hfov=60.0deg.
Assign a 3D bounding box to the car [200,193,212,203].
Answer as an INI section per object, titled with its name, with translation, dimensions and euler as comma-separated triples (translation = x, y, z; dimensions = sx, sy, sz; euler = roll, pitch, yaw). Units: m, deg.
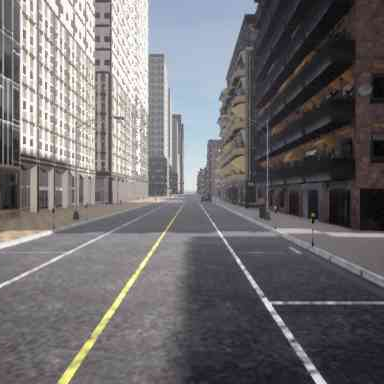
[car]
translation = 2.999, 1.261, 70.643
dimensions = 2.150, 2.045, 5.566
euler = 0, 0, 0
